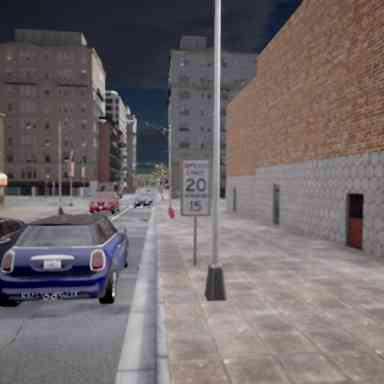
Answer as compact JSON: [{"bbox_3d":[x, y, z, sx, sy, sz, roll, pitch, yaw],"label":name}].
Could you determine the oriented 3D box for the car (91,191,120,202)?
[{"bbox_3d":[-8.055,0.970,31.095,2.150,2.045,5.566,0,0,-6],"label":"car"}]

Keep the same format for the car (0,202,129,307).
[{"bbox_3d":[-2.740,1.304,8.100,2.097,1.767,4.553,0,0,-6],"label":"car"}]

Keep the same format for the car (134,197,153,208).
[{"bbox_3d":[-5.919,1.271,41.317,1.895,1.301,4.718,0,0,-1],"label":"car"}]
